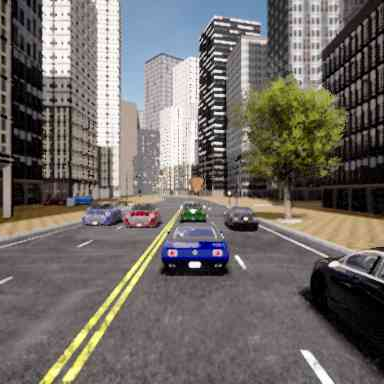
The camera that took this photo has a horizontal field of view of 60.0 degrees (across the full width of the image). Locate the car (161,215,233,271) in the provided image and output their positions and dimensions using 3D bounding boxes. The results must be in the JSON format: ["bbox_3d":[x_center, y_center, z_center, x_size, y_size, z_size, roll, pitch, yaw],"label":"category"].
[{"bbox_3d":[0.089,1.685,11.164,1.895,1.301,4.718,0,0,0],"label":"car"}]

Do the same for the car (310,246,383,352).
[{"bbox_3d":[3.319,1.532,4.913,2.128,1.511,4.902,0,0,0],"label":"car"}]

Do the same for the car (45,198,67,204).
[{"bbox_3d":[-28.222,1.832,69.360,4.507,1.381,1.887,0,0,1],"label":"car"}]

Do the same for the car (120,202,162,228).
[{"bbox_3d":[-3.360,1.522,23.463,2.097,1.767,4.553,0,0,0],"label":"car"}]

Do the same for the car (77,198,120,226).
[{"bbox_3d":[-6.611,1.531,24.887,2.097,1.767,4.553,0,0,0],"label":"car"}]

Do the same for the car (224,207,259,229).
[{"bbox_3d":[3.326,1.716,23.015,2.033,1.411,5.357,0,0,0],"label":"car"}]

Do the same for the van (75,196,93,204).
[{"bbox_3d":[-22.683,1.654,69.317,3.998,1.788,1.690,0,0,1],"label":"van"}]

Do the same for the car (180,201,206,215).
[{"bbox_3d":[0.080,1.551,27.640,2.097,1.767,4.553,0,0,0],"label":"car"}]
